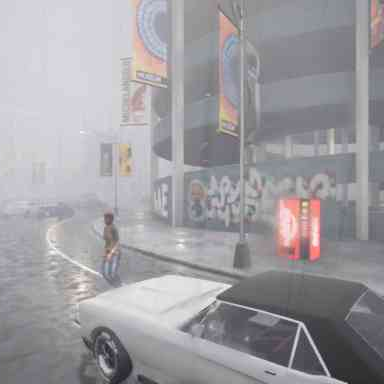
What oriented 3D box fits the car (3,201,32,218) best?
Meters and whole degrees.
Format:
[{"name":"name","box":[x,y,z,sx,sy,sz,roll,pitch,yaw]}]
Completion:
[{"name":"car","box":[-14.911,1.526,29.670,1.812,1.442,4.674,0,0,0]}]

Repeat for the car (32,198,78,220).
[{"name":"car","box":[-11.434,1.525,28.128,1.812,1.442,4.674,0,0,-4]}]

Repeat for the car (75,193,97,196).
[{"name":"car","box":[-16.771,1.222,51.113,2.150,2.045,5.566,0,0,27]}]

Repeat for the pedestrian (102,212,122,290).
[{"name":"pedestrian","box":[-1.692,1.294,7.002,0.375,1.860,0.375,0,0,-43]}]

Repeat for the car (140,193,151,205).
[{"name":"car","box":[-7.059,1.225,60.807,2.150,2.045,5.566,0,0,31]}]

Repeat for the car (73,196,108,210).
[{"name":"car","box":[-12.880,1.547,42.356,2.033,1.411,5.357,0,0,20]}]

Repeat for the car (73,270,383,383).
[{"name":"car","box":[0.757,1.601,3.669,4.718,1.301,1.895,0,0,38]}]

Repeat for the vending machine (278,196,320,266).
[{"name":"vending machine","box":[3.482,1.195,10.820,0.880,2.100,1.100,0,0,45]}]
